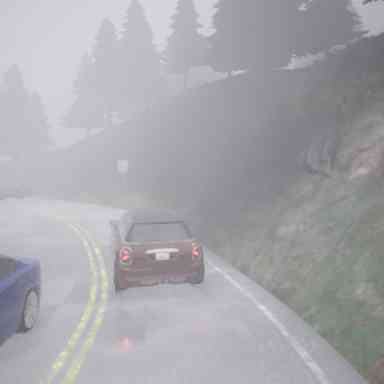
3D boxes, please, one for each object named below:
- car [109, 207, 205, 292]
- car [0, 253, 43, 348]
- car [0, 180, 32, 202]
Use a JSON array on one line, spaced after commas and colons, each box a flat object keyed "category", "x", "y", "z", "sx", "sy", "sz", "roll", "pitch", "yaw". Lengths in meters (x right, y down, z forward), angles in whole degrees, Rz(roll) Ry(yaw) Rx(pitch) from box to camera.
[{"category": "car", "x": -1.191, "y": 1.212, "z": 9.357, "sx": 2.097, "sy": 1.767, "sz": 4.553, "roll": -1, "pitch": 6, "yaw": -15}, {"category": "car", "x": -3.410, "y": 1.526, "z": 3.959, "sx": 1.882, "sy": 1.535, "sz": 5.008, "roll": 0, "pitch": -1, "yaw": -6}, {"category": "car", "x": -14.074, "y": -0.140, "z": 23.928, "sx": 5.357, "sy": 1.411, "sz": 2.033, "roll": 2, "pitch": 5, "yaw": 22}]
